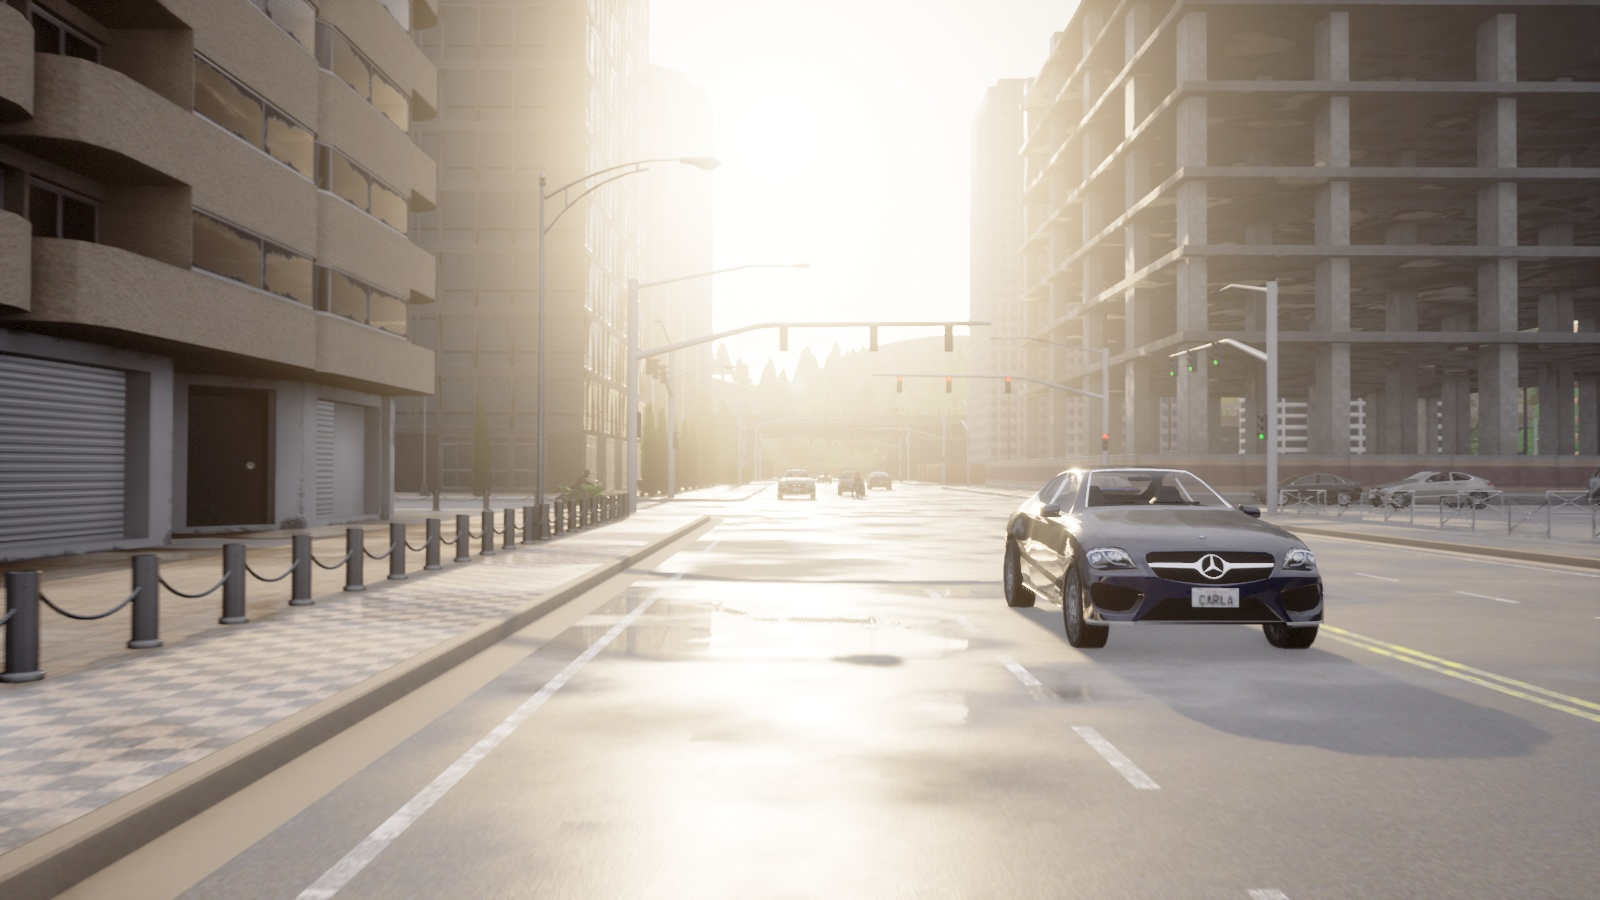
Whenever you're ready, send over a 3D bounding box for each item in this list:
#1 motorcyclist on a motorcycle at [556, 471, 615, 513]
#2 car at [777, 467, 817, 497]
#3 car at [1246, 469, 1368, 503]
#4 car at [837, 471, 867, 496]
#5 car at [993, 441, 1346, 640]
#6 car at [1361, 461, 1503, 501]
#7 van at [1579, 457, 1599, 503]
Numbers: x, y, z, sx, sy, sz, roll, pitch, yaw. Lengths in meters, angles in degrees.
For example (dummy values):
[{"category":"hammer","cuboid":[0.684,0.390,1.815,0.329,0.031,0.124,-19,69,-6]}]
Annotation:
[{"category":"motorcyclist on a motorcycle","cuboid":[-7.977,1.556,46.751,2.044,1.523,0.797,0,-1,-1]},{"category":"car","cuboid":[-0.174,1.785,71.150,2.152,1.651,5.027,0,-1,0]},{"category":"car","cuboid":[23.261,1.637,57.726,4.892,1.490,1.837,0,-1,0]},{"category":"car","cuboid":[3.304,2.127,80.630,1.789,1.549,3.705,0,-1,0]},{"category":"car","cuboid":[3.467,0.797,12.989,2.152,1.651,5.027,0,-1,0]},{"category":"car","cuboid":[27.256,1.337,54.253,5.027,1.651,2.152,0,-1,0]},{"category":"van","cuboid":[36.474,1.275,54.310,4.442,1.987,1.775,0,-1,0]}]
